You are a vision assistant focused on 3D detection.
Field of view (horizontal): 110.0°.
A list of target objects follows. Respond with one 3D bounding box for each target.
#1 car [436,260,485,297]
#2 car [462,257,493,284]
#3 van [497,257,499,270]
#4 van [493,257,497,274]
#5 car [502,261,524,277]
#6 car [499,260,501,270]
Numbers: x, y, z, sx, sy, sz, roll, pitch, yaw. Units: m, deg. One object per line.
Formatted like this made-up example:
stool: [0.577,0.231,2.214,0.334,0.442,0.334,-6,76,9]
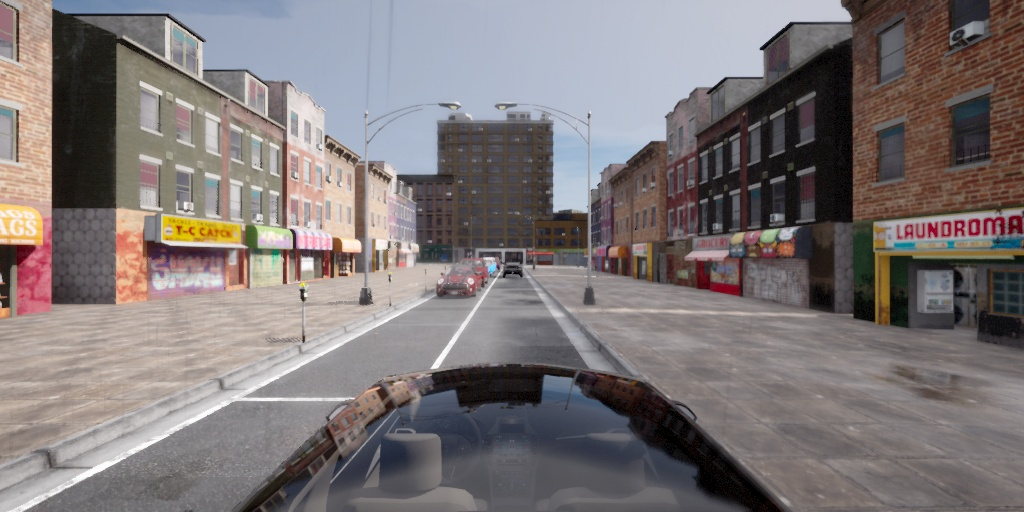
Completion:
car: [-2.649,1.190,18.545,1.967,1.591,4.097,0,0,0]
car: [-2.652,1.063,23.989,2.192,1.841,5.009,0,0,0]
van: [-2.661,1.079,40.322,1.690,1.789,3.998,0,0,0]
van: [-2.658,1.083,34.878,1.690,1.789,3.998,0,0,0]
car: [0.069,1.248,34.966,1.837,1.490,4.892,0,0,0]
car: [-2.667,1.043,51.211,2.192,1.841,5.009,0,0,0]
